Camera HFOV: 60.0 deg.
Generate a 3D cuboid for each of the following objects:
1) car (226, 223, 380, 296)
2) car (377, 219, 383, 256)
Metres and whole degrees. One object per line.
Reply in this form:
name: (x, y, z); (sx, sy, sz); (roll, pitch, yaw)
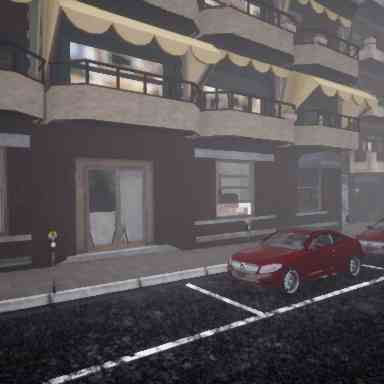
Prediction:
car: (2.790, 1.579, 8.562); (4.206, 1.307, 1.802); (0, -1, -35)
car: (7.351, 1.578, 11.815); (4.206, 1.307, 1.802); (0, -1, -35)
